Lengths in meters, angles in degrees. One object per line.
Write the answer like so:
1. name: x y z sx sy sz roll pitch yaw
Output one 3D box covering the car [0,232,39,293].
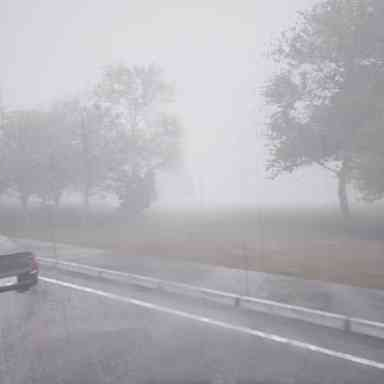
1. car: -5.371 1.522 7.586 4.674 1.442 1.812 0 0 34
